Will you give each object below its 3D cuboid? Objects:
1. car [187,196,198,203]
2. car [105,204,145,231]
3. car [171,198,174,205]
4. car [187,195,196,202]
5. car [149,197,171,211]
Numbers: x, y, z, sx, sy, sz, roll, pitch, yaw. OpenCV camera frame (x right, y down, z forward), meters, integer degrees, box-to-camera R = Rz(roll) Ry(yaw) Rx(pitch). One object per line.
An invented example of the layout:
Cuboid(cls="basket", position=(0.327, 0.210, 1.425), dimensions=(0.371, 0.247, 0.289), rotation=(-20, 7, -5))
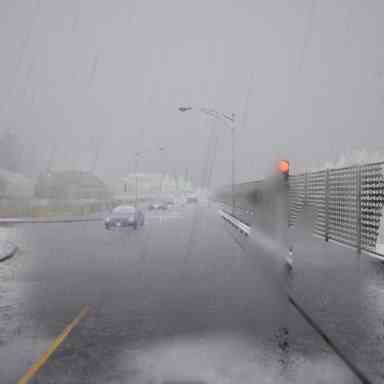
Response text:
Cuboid(cls="car", position=(0.086, 1.477, 67.088), dimensions=(1.882, 1.535, 5.008), rotation=(0, 0, 0))
Cuboid(cls="car", position=(-4.101, 1.525, 20.869), dimensions=(1.812, 1.442, 4.674), rotation=(0, 0, 0))
Cuboid(cls="car", position=(-4.096, 1.564, 56.525), dimensions=(1.994, 1.385, 4.181), rotation=(0, 0, 0))
Cuboid(cls="car", position=(-0.022, 1.540, 77.431), dimensions=(2.033, 1.411, 5.357), rotation=(0, 0, 0))
Cuboid(cls="car", position=(-4.108, 1.488, 40.676), dimensions=(2.128, 1.511, 4.902), rotation=(0, 0, 0))
